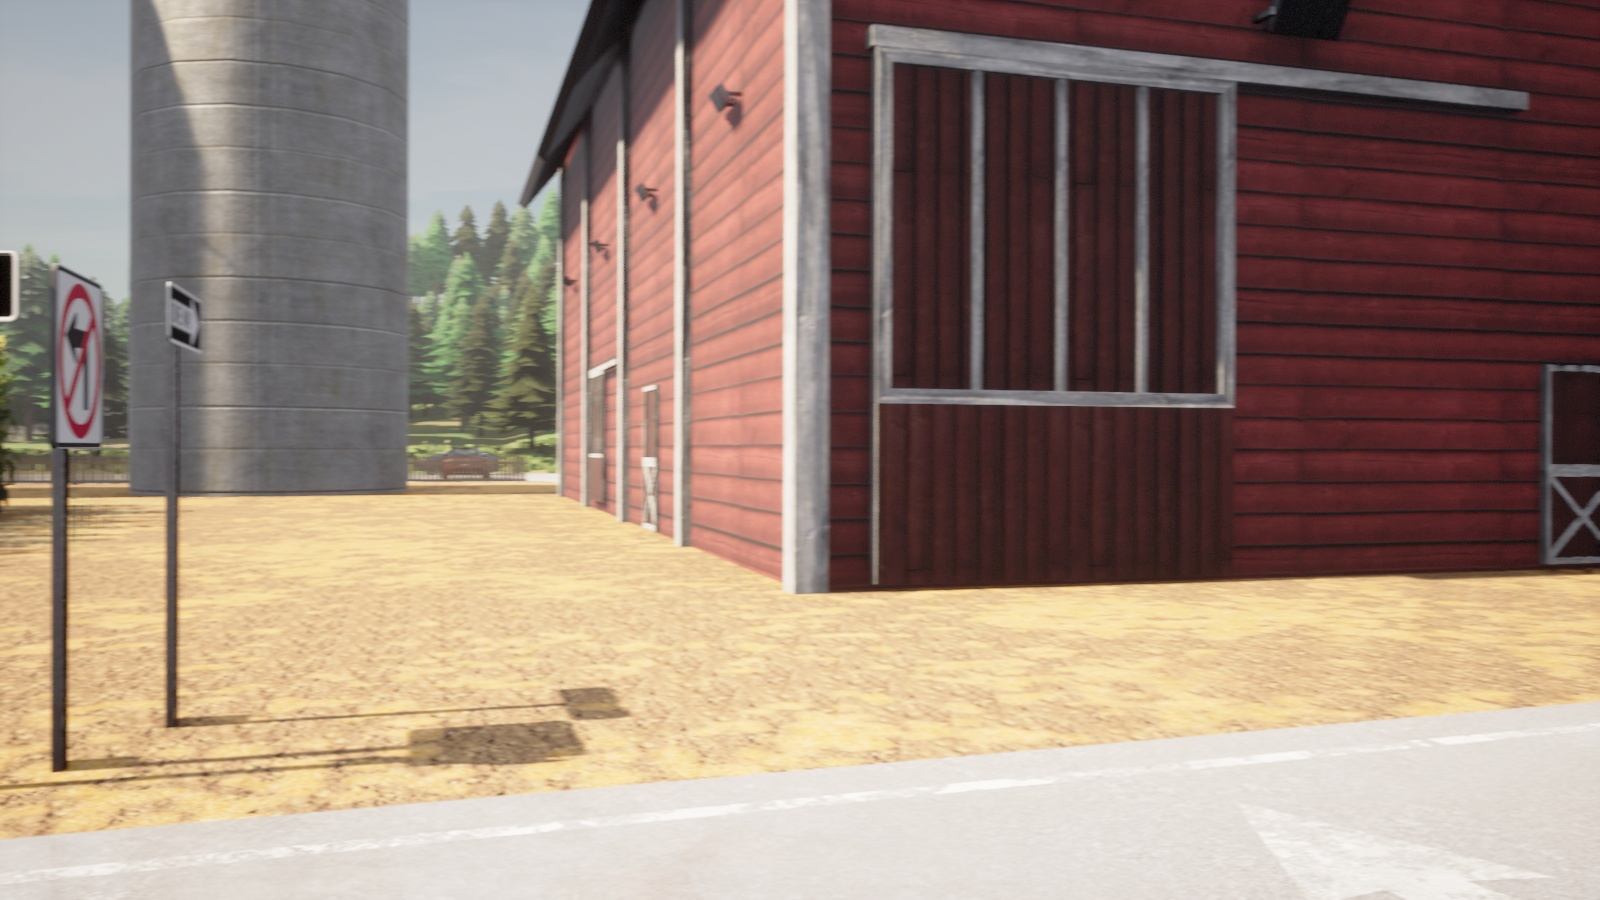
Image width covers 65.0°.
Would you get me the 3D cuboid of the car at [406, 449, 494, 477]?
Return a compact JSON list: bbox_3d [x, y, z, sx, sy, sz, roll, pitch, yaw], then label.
[{"bbox_3d":[-17.502,0.632,62.808,4.181,1.385,1.994,0,0,-16],"label":"car"}]
